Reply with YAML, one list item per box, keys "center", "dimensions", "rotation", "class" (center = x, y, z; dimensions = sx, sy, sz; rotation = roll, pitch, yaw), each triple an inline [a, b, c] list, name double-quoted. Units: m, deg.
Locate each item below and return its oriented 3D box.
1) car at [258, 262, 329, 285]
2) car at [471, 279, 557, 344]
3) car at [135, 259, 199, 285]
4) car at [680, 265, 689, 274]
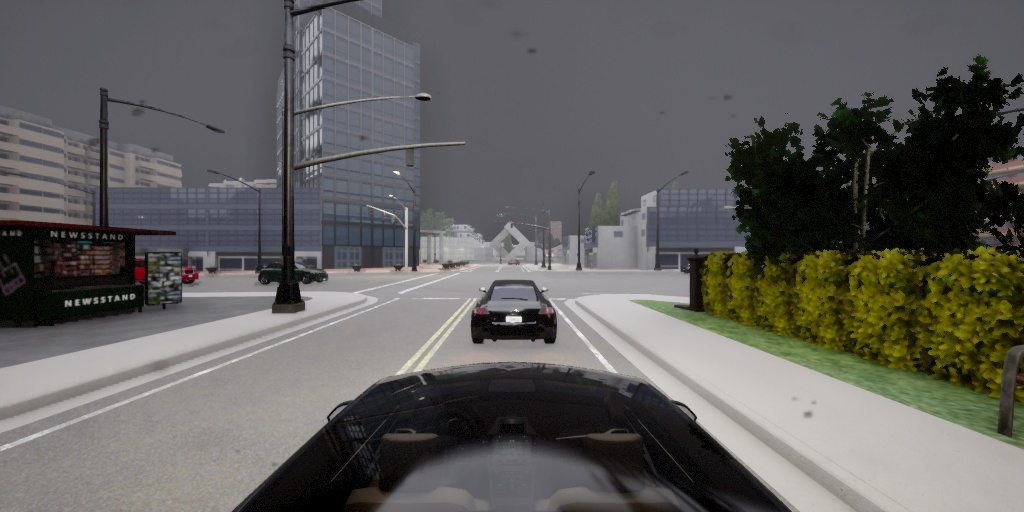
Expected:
- center: [-16.494, 1.210, 27.224]
  dimensions: [4.553, 1.767, 2.097]
  rotation: [-1, 0, -1]
  class: "car"
- center: [0.045, 1.314, 9.637]
  dimensions: [1.994, 1.385, 4.181]
  rotation: [0, 0, 0]
  class: "car"
- center: [-27.085, 1.205, 27.097]
  dimensions: [5.566, 2.045, 2.150]
  rotation: [-1, 0, 0]
  class: "car"
- center: [20.347, 1.266, 38.369]
  dimensions: [4.181, 1.385, 1.994]
  rotation: [0, 0, -2]
  class: "car"
